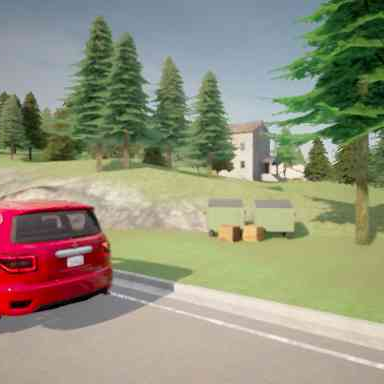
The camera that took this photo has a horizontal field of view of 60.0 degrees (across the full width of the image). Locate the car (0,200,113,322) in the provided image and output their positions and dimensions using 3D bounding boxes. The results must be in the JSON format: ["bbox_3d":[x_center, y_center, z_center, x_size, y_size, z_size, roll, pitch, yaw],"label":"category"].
[{"bbox_3d":[-4.048,1.182,6.880,5.566,2.045,2.150,0,0,36],"label":"car"}]
